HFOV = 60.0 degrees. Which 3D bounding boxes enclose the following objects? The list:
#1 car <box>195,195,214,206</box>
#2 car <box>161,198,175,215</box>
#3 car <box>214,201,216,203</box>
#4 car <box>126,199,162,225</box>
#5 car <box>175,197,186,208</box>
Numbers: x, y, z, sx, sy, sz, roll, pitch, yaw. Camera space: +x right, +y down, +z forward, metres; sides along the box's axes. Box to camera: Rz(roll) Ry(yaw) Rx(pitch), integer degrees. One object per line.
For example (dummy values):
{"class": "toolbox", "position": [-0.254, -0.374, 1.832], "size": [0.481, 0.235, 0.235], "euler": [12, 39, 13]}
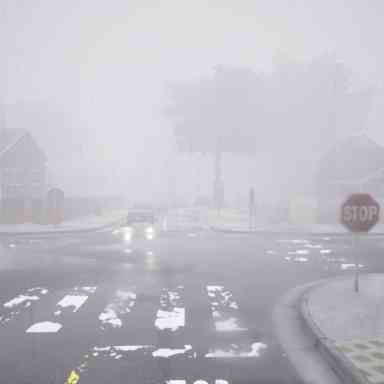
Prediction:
{"class": "car", "position": [1.924, 1.422, 56.588], "size": [2.097, 1.767, 4.553], "euler": [0, 0, 10]}
{"class": "car", "position": [-3.264, 1.496, 34.368], "size": [1.882, 1.535, 5.008], "euler": [0, 0, 3]}
{"class": "car", "position": [3.785, 1.422, 66.330], "size": [2.097, 1.767, 4.553], "euler": [1, 0, 13]}
{"class": "car", "position": [-3.519, 1.512, 24.358], "size": [1.837, 1.490, 4.892], "euler": [0, 0, 0]}
{"class": "car", "position": [-2.042, 1.548, 48.445], "size": [1.837, 1.490, 4.892], "euler": [0, 0, 7]}
